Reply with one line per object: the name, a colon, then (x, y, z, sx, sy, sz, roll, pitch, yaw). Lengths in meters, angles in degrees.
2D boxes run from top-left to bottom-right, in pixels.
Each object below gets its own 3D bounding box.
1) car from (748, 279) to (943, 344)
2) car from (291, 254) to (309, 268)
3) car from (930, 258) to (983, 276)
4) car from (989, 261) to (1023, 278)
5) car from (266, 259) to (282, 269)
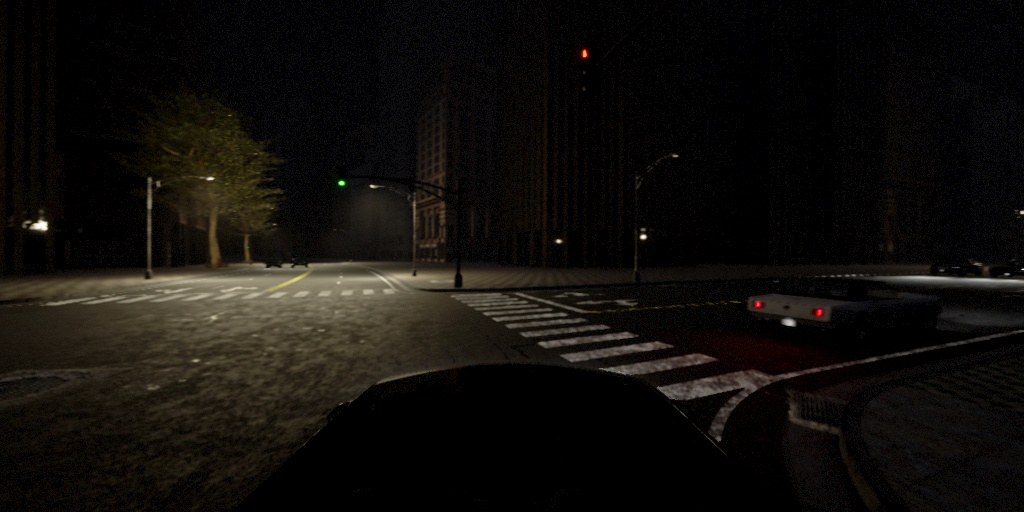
car: (8.406, 1.227, 9.001, 4.718, 1.301, 1.895, 0, 0, -21)
car: (-32.197, 0.781, 54.489, 2.150, 2.045, 5.566, 0, 0, -29)
car: (38.336, 0.927, 30.919, 4.902, 1.511, 2.128, 0, 0, -21)
car: (39.471, 1.046, 27.874, 4.718, 1.301, 1.895, 0, 0, -21)
car: (-35.046, 1.091, 52.922, 2.033, 1.411, 5.357, 0, 0, -29)
